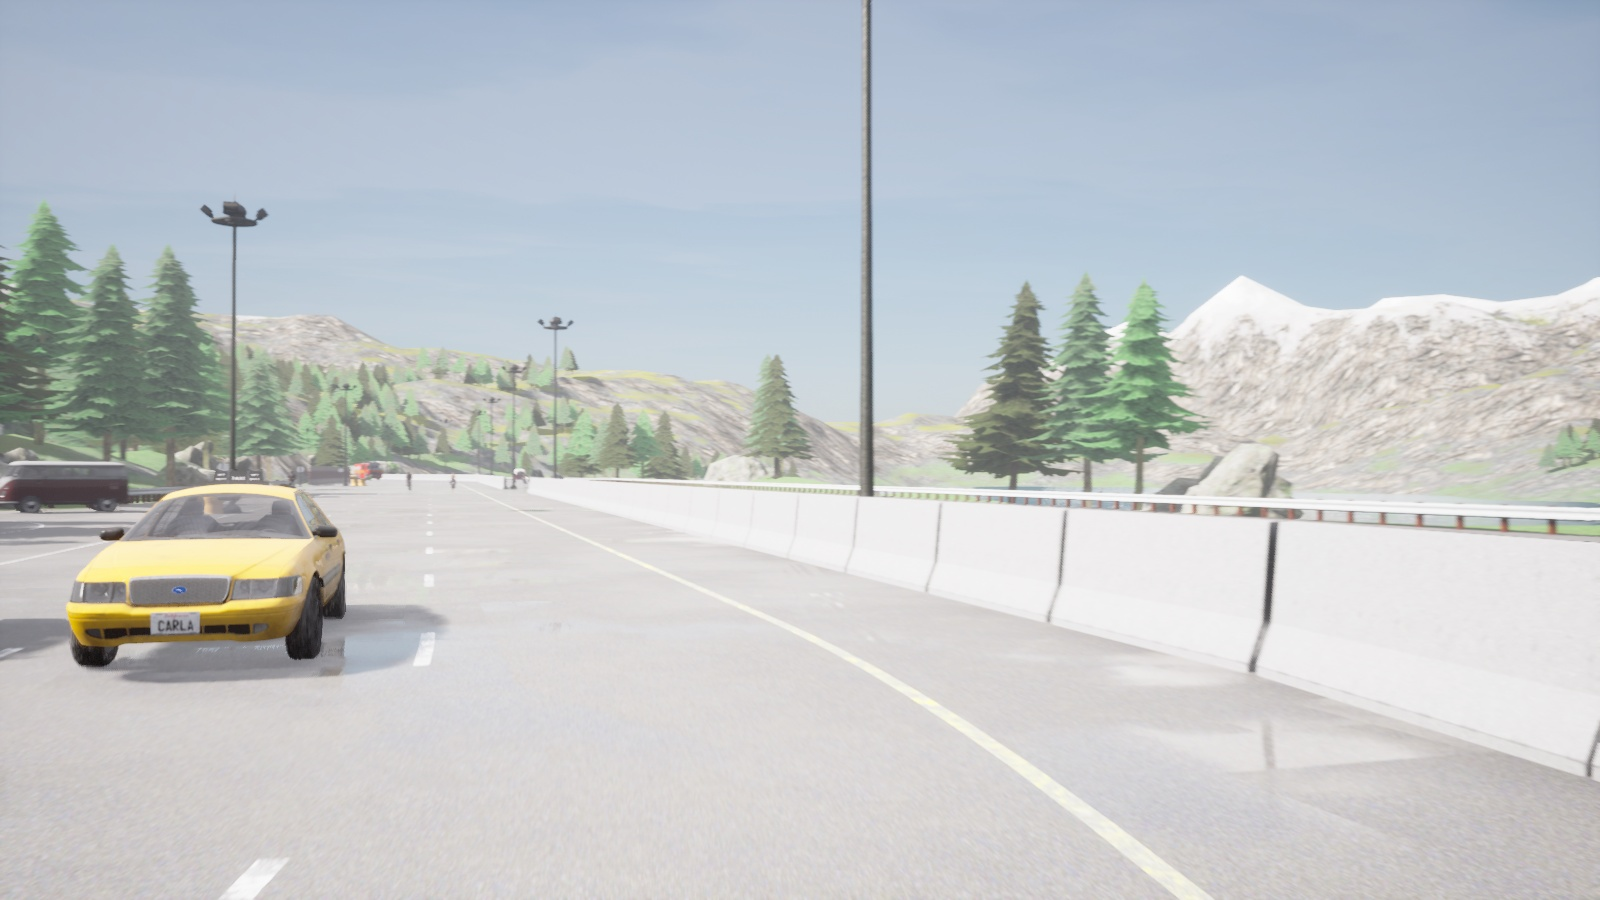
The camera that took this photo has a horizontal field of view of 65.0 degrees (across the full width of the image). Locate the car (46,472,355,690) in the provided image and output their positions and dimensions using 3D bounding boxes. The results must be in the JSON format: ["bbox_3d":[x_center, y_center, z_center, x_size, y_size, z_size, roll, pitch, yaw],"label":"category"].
[{"bbox_3d":[-5.378,1.012,11.994,1.801,1.575,5.366,0,-1,-16],"label":"car"}]

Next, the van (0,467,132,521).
[{"bbox_3d":[-28.491,1.654,48.569,4.442,1.987,1.775,0,-1,-39],"label":"van"}]
